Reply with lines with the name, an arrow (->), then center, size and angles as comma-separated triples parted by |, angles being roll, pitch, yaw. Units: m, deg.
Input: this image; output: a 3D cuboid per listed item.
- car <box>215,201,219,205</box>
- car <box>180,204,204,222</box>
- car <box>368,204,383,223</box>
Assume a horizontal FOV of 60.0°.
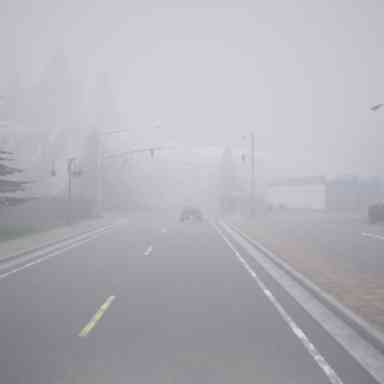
car -> 7.784, 2.315, 76.241 | 4.718, 1.301, 1.895 | 0, -1, -13
car -> -0.021, 1.785, 29.299 | 1.837, 1.490, 4.892 | 0, 0, 0
car -> 14.180, 1.561, 23.313 | 2.007, 1.523, 4.514 | 0, -1, 0
